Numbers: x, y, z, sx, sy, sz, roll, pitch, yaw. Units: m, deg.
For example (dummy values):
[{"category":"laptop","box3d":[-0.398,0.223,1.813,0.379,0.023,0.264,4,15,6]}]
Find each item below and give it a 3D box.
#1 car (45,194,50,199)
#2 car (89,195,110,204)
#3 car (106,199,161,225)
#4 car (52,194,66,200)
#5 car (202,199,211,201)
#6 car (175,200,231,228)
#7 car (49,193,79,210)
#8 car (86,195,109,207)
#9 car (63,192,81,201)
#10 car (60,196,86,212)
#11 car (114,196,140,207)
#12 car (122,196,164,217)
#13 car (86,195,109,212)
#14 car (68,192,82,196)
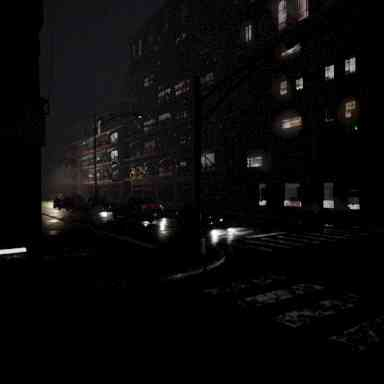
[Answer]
[{"category":"car","box3d":[-34.778,1.076,83.431,1.752,1.417,4.829,-1,1,-35]},{"category":"car","box3d":[-15.443,1.217,55.348,1.752,1.417,4.829,-1,1,-35]},{"category":"car","box3d":[-4.344,1.509,24.224,1.887,1.381,4.507,-1,1,-35]},{"category":"car","box3d":[-31.459,1.125,78.611,2.008,1.369,4.403,-1,1,-35]},{"category":"car","box3d":[0.849,1.360,31.868,1.887,1.381,4.507,-1,1,-35]},{"category":"car","box3d":[0.648,1.508,21.767,1.994,1.385,4.181,-1,1,-34]},{"category":"car","box3d":[-15.802,1.313,41.093,1.967,1.590,4.097,-1,1,-35]},{"category":"car","box3d":[-13.795,1.267,48.293,1.837,1.490,4.892,-1,1,-34]},{"category":"car","box3d":[-25.016,0.936,69.247,2.192,1.841,5.009,-1,1,-35]},{"category":"car","box3d":[-12.579,1.449,36.414,2.008,1.369,4.403,-1,1,-35]},{"category":"car","box3d":[-8.999,1.266,45.987,1.752,1.417,4.829,-1,1,-35]},{"category":"car","box3d":[-4.248,1.258,28.872,2.097,1.767,4.553,-1,1,-35]},{"category":"car","box3d":[-9.846,1.426,37.017,1.994,1.385,4.181,-1,1,-35]},{"category":"car","box3d":[-19.750,1.210,56.854,2.128,1.511,4.902,-1,1,-35]}]
